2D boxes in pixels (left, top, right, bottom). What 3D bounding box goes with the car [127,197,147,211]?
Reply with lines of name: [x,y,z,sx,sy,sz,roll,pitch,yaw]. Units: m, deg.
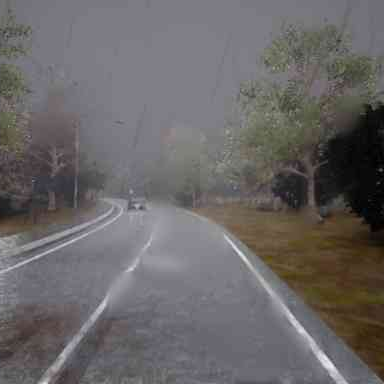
car: [-6.159,1.316,37.063,2.128,1.511,4.902,1,0,-11]
